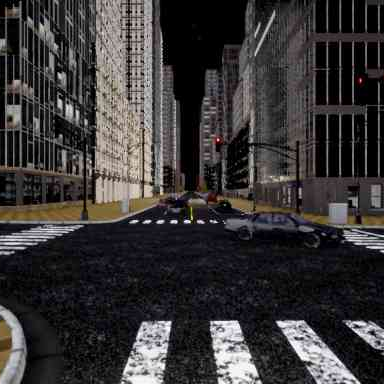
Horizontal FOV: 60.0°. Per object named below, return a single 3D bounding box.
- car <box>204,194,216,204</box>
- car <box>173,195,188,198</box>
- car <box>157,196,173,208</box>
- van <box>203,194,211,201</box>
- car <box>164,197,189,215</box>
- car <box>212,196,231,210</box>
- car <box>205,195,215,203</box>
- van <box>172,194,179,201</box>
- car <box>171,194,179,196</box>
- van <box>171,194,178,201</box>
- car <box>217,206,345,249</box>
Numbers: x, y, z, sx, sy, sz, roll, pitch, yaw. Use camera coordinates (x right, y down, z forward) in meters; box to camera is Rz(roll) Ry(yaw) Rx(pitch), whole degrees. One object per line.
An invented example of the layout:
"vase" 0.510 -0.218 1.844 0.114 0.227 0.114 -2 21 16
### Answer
"car" 3.747 1.313 63.899 2.192 1.841 5.009 0 0 0
"car" -1.589 1.574 49.455 1.994 1.385 4.181 0 0 0
"car" -4.053 1.593 47.278 1.802 1.307 4.206 0 0 0
"van" 3.667 1.321 80.482 1.690 1.788 3.998 0 0 0
"car" -1.527 1.542 33.673 1.812 1.442 4.674 0 0 0
"car" 3.903 1.579 41.790 1.947 1.339 4.313 0 0 0
"car" 3.721 1.432 69.427 1.967 1.590 4.097 0 0 0
"van" -4.239 1.315 85.971 1.690 1.788 3.998 0 0 0
"car" -4.133 1.564 63.861 1.947 1.339 4.313 0 0 0
"van" -4.213 1.321 80.444 1.690 1.788 3.998 0 0 0
"car" 4.114 1.627 15.448 5.357 1.411 2.033 2 1 35
